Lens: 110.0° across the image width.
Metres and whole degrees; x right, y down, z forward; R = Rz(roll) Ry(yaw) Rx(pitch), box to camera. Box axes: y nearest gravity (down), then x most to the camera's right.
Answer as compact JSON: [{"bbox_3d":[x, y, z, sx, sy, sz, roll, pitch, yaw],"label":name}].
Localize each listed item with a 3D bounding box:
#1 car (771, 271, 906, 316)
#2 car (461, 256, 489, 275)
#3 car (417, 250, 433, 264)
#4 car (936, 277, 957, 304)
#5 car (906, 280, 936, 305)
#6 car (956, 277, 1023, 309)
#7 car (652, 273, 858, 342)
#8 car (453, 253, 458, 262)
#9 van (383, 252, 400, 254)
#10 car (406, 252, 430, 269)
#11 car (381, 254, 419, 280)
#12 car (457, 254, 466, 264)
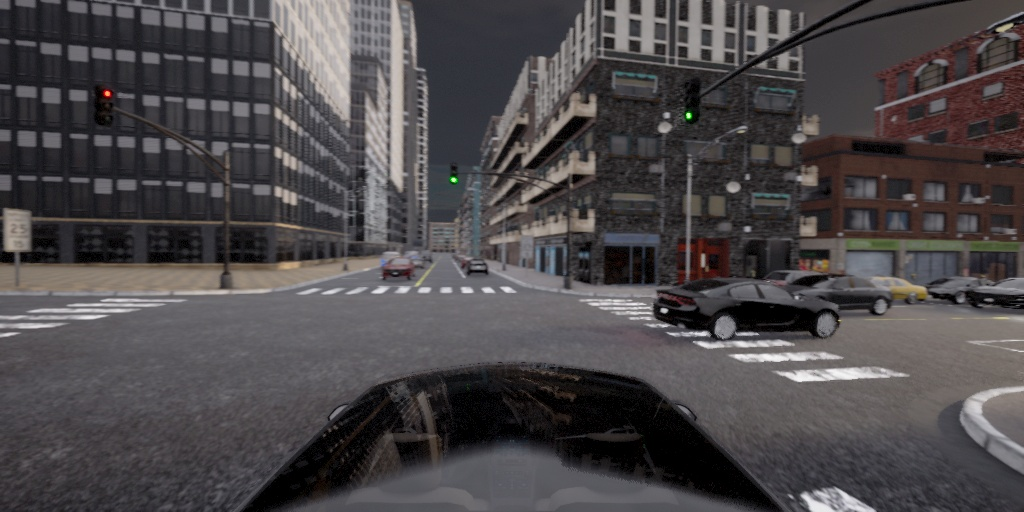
[{"bbox_3d":[12.532,1.490,14.289,4.892,1.490,1.837,1,1,-11],"label":"car"},{"bbox_3d":[-3.030,0.891,30.545,1.948,1.339,4.313,0,0,-10],"label":"car"},{"bbox_3d":[-13.576,0.119,56.187,2.150,2.045,5.566,0,0,-10],"label":"car"},{"bbox_3d":[23.848,1.806,19.172,4.313,1.339,1.948,0,0,-11],"label":"car"},{"bbox_3d":[18.262,1.627,18.072,4.829,1.417,1.751,0,0,-11],"label":"car"},{"bbox_3d":[23.798,1.750,16.505,5.008,1.535,1.882,1,1,-11],"label":"car"},{"bbox_3d":[6.426,1.349,9.928,5.008,1.535,1.882,1,1,-11],"label":"car"},{"bbox_3d":[-7.923,0.485,57.024,2.007,1.370,4.403,0,0,-10],"label":"car"},{"bbox_3d":[-13.082,0.468,38.820,1.690,1.789,3.998,0,0,-10],"label":"van"},{"bbox_3d":[-10.446,0.642,38.912,2.128,1.511,4.902,0,1,-10],"label":"car"},{"bbox_3d":[-8.013,0.822,25.712,1.882,1.535,5.008,0,1,-10],"label":"car"},{"bbox_3d":[-4.841,0.725,40.345,1.888,1.381,4.507,0,0,-10],"label":"car"}]
